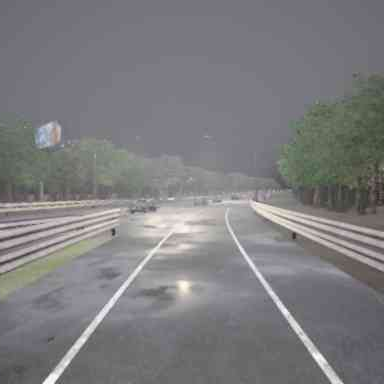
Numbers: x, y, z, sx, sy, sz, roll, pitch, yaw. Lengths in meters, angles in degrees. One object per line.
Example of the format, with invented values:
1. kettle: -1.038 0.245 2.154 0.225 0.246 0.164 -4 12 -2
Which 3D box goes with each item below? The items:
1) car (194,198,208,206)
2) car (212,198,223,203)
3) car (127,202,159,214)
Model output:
1. car: 1.759 1.885 64.459 2.033 1.411 5.357 0 0 16
2. car: 6.353 2.004 80.868 1.895 1.301 4.718 0 0 16
3. car: -5.556 1.801 38.384 2.033 1.411 5.357 -1 0 16
